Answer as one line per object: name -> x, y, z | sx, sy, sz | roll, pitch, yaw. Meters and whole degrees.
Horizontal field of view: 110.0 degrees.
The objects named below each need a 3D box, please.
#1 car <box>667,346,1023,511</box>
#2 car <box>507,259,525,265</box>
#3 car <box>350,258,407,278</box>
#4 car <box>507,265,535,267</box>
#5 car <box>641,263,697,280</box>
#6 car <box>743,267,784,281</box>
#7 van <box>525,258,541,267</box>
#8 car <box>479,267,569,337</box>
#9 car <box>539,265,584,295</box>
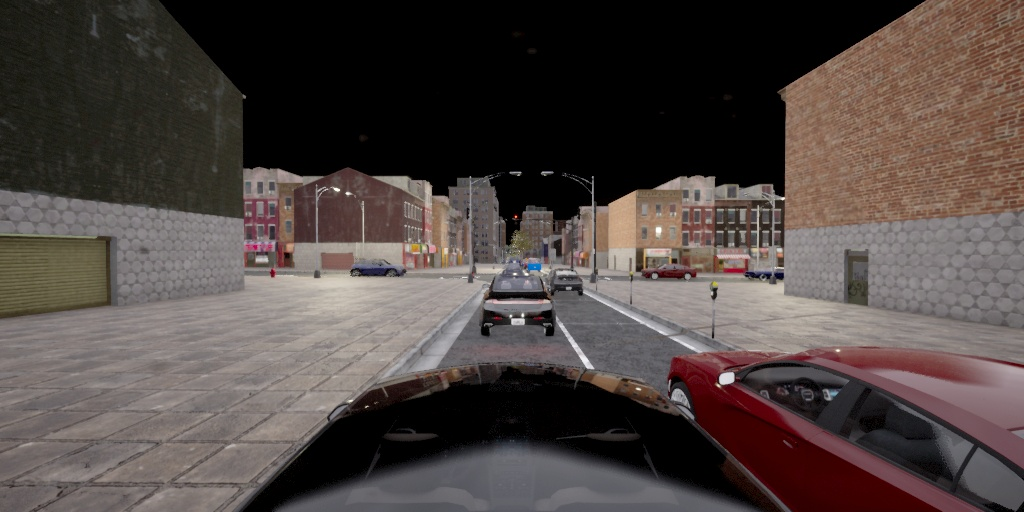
car -> 2.637, 1.294, 2.387 | 1.888, 1.381, 4.507 | 0, 0, 0
car -> 0.288, 1.424, 44.362 | 1.994, 1.385, 4.181 | 0, 0, 1
car -> -11.611, 1.027, 31.382 | 4.553, 1.767, 2.097 | 1, 1, 0
car -> 0.219, 1.369, 20.396 | 1.895, 1.301, 4.718 | 0, 0, 1
car -> 14.863, 1.462, 34.152 | 5.008, 1.535, 1.882 | 1, 1, 0
car -> 24.823, 1.716, 34.087 | 4.718, 1.301, 1.895 | 1, 1, 0
van -> 2.861, 1.210, 46.217 | 1.690, 1.789, 3.998 | 0, 0, 0
car -> 0.142, 1.243, 10.353 | 2.128, 1.511, 4.902 | 0, 0, 0
car -> 2.723, 1.316, 19.263 | 2.007, 1.370, 4.403 | 0, 0, 0
